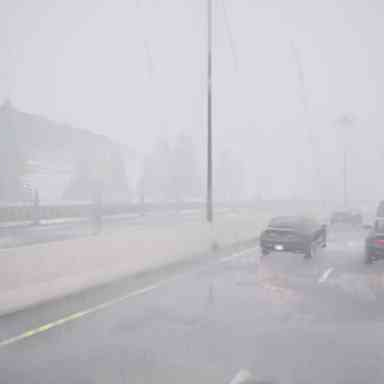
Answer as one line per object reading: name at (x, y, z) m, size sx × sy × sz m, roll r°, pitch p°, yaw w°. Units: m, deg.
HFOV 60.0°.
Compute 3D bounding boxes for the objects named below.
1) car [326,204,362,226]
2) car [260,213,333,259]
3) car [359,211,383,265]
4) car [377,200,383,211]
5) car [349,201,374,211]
car at (12.493, 1.893, 26.943) m, size 1.812 × 1.442 × 4.674 m, roll -1°, pitch -1°, yaw 35°
car at (4.283, 1.693, 13.646) m, size 1.837 × 1.490 × 4.892 m, roll 0°, pitch -1°, yaw 31°
car at (7.285, 1.669, 11.849) m, size 1.837 × 1.490 × 4.892 m, roll 0°, pitch -1°, yaw 31°
car at (14.487, 1.547, 23.697) m, size 2.150 × 2.045 × 5.566 m, roll -1°, pitch -1°, yaw 34°
car at (27.376, 2.234, 53.636) m, size 4.892 × 1.490 × 1.837 m, roll 0°, pitch -1°, yaw -38°
